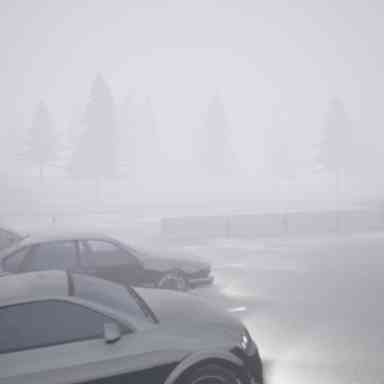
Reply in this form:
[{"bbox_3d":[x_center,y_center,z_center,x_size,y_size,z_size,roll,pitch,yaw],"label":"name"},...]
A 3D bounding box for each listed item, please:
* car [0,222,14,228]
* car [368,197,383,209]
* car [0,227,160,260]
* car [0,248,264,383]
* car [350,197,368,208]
[{"bbox_3d":[-5.596,1.531,9.212,4.674,1.442,1.812,0,0,-25],"label":"car"},{"bbox_3d":[22.602,1.125,36.843,5.008,1.535,1.882,-1,0,-17],"label":"car"},{"bbox_3d":[-2.262,1.552,6.890,5.357,1.411,2.033,0,0,-22],"label":"car"},{"bbox_3d":[-1.377,1.567,3.416,4.181,1.385,1.994,0,0,-23],"label":"car"},{"bbox_3d":[21.560,1.252,40.184,4.718,1.301,1.895,-1,0,-17],"label":"car"}]
